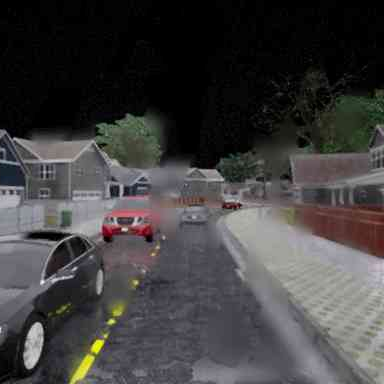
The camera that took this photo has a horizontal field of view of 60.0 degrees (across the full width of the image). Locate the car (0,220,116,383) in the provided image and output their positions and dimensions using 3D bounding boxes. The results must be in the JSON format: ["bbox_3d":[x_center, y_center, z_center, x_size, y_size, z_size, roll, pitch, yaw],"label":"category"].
[{"bbox_3d":[-2.831,1.496,5.581,1.837,1.490,4.892,0,0,0],"label":"car"}]

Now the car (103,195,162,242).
[{"bbox_3d":[-2.755,1.197,16.473,2.150,2.045,5.566,0,0,0],"label":"car"}]

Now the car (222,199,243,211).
[{"bbox_3d":[5.317,1.605,43.223,1.882,1.535,5.008,0,-1,21],"label":"car"}]

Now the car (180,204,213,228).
[{"bbox_3d":[0.325,1.515,21.639,2.033,1.411,5.357,0,0,5],"label":"car"}]
